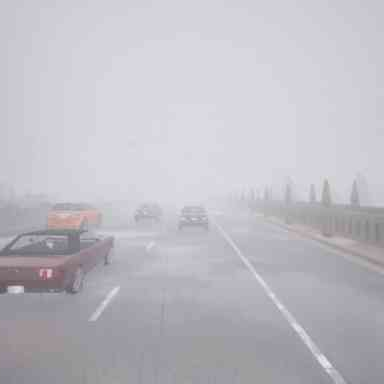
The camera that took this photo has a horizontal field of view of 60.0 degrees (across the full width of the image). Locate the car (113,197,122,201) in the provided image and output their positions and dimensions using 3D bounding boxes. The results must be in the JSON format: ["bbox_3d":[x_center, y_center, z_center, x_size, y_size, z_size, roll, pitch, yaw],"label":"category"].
[{"bbox_3d":[-15.929,1.717,71.058,1.812,1.442,4.674,0,0,-10],"label":"car"}]

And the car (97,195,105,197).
[{"bbox_3d":[-19.532,1.553,71.230,2.097,1.767,4.553,0,0,-10],"label":"car"}]

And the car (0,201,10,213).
[{"bbox_3d":[-17.601,1.581,31.225,2.033,1.411,5.357,0,0,0],"label":"car"}]

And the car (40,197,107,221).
[{"bbox_3d":[-6.902,1.366,20.004,2.097,1.767,4.553,0,0,0],"label":"car"}]

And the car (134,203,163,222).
[{"bbox_3d":[-3.403,1.572,26.685,2.033,1.411,5.357,0,0,0],"label":"car"}]

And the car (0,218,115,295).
[{"bbox_3d":[-3.401,1.604,8.676,1.895,1.301,4.718,0,0,0],"label":"car"}]

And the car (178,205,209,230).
[{"bbox_3d":[0.097,1.564,21.195,2.033,1.411,5.357,0,0,0],"label":"car"}]

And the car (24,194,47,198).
[{"bbox_3d":[-21.062,1.295,44.332,2.150,2.045,5.566,0,-1,0],"label":"car"}]

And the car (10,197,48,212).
[{"bbox_3d":[-14.099,1.510,30.402,1.882,1.535,5.008,0,0,0],"label":"car"}]
